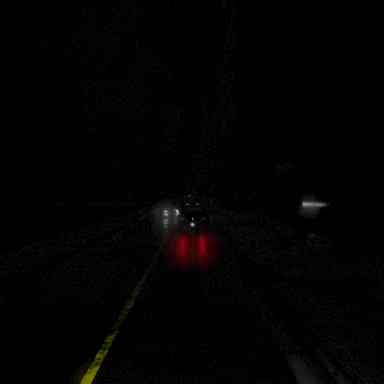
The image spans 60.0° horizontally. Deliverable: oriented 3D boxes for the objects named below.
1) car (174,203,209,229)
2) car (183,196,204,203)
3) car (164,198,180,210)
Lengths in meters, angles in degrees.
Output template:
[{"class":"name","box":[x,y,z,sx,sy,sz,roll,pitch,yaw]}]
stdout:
[{"class":"car","box":[0.063,1.605,21.607,1.895,1.301,4.718,0,0,0]},{"class":"car","box":[0.068,1.513,37.309,2.128,1.511,4.902,0,0,0]},{"class":"car","box":[-2.574,1.559,43.351,1.812,1.442,4.674,0,0,0]}]
